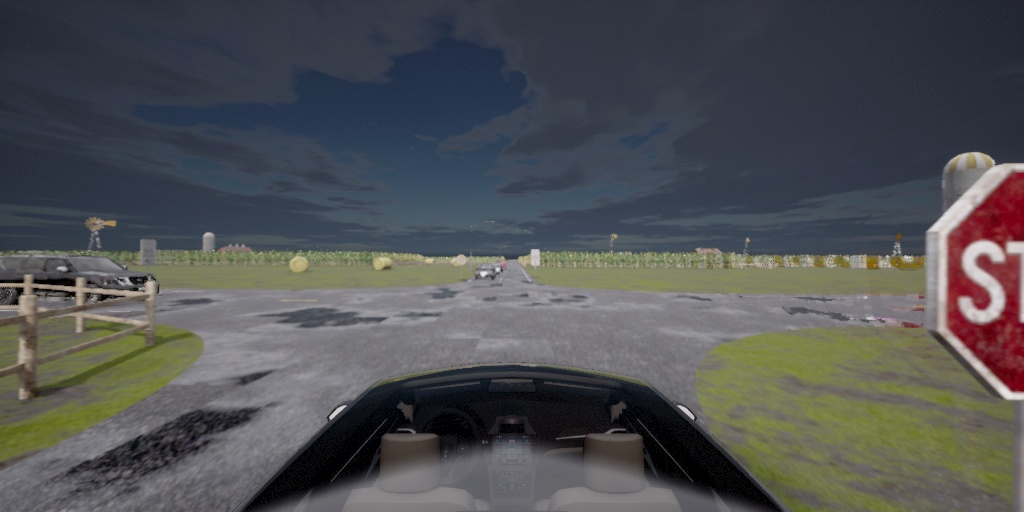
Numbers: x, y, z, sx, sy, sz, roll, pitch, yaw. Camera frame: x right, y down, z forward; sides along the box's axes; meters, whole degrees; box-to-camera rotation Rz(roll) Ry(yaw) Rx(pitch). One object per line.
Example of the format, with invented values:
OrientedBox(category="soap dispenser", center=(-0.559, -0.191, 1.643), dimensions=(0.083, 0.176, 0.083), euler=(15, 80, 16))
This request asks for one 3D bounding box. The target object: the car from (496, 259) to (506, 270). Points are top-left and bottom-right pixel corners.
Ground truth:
OrientedBox(category="car", center=(-2.374, 1.729, 56.478), dimensions=(1.882, 1.535, 5.008), euler=(0, -1, 1))

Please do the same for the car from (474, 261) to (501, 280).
OrientedBox(category="car", center=(-2.557, 1.540, 35.411), dimensions=(2.128, 1.511, 4.902), euler=(0, -1, 1))

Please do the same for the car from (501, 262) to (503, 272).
OrientedBox(category="car", center=(-2.461, 1.749, 45.873), dimensions=(1.895, 1.301, 4.718), euler=(0, -1, 0))

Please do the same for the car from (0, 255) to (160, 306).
OrientedBox(category="car", center=(-18.027, 0.974, 14.845), dimensions=(5.566, 2.045, 2.150), euler=(0, 0, 1))
